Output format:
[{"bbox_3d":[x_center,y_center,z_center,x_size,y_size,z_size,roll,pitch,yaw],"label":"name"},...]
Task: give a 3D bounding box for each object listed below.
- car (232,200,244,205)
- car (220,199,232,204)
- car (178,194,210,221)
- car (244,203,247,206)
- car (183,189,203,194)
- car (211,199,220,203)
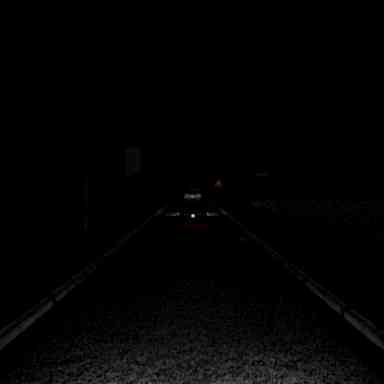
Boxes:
[{"bbox_3d":[10.670,3.087,90.249,2.435,2.045,5.566,7,-5,-30],"label":"car"},{"bbox_3d":[7.673,2.916,89.686,2.185,1.767,4.553,6,-4,-31],"label":"car"},{"bbox_3d":[0.059,1.179,23.599,1.837,1.490,4.892,0,2,0],"label":"car"},{"bbox_3d":[13.502,3.630,90.950,1.946,1.575,5.366,7,-4,-30],"label":"car"},{"bbox_3d":[0.087,0.678,40.617,2.150,2.045,5.566,0,-1,1],"label":"car"},{"bbox_3d":[4.702,2.663,89.183,2.185,1.767,4.553,4,-4,-31],"label":"car"}]
